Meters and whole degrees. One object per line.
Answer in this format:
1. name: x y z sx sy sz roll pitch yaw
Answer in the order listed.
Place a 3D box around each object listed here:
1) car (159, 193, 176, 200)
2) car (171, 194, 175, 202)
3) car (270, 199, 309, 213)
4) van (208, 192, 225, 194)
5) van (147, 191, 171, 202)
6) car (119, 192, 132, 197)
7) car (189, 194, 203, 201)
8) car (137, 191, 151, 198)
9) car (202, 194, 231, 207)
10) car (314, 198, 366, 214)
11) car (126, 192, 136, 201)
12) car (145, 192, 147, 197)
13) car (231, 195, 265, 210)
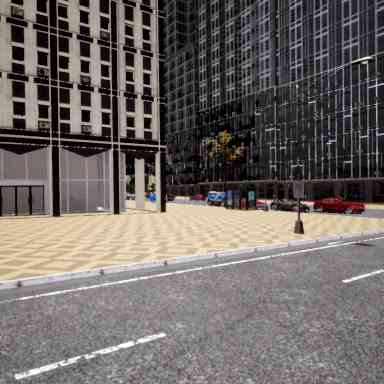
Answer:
1. car: -5.403 0.936 72.486 1.802 1.307 4.206 0 1 -35
2. car: -5.031 1.041 61.902 1.837 1.490 4.892 -1 1 -34
3. car: 10.185 1.424 34.907 1.947 1.339 4.313 0 1 -35
4. van: 4.279 0.855 58.448 1.690 1.788 3.998 0 1 -35
5. van: -5.846 0.937 58.369 1.690 1.788 3.998 0 1 -35
6. car: -18.313 0.689 91.198 2.008 1.369 4.403 0 1 -35
7. car: 1.052 1.043 63.129 1.802 1.307 4.206 0 1 -35
8. car: -11.859 0.686 81.840 1.967 1.590 4.097 0 1 -35
9. car: 3.792 1.320 44.308 1.947 1.339 4.313 0 1 -35
10. car: 14.647 1.328 33.212 1.882 1.535 5.008 -1 1 -35
11. car: -12.301 1.040 67.728 2.008 1.369 4.403 0 1 -35
12. car: -8.631 0.615 77.161 2.192 1.841 5.009 0 1 -35
13. car: 6.971 1.388 39.597 1.802 1.307 4.206 0 1 -35
